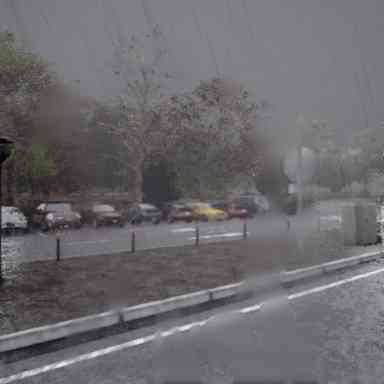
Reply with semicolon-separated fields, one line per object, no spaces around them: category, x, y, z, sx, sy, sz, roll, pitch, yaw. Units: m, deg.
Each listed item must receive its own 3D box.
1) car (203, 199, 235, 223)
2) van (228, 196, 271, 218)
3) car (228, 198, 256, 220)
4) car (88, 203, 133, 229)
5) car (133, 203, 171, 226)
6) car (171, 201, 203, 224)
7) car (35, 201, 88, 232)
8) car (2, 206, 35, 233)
car;0.712;1.546;27.010;1.946;1.575;5.366;0;0;-36
van;5.188;1.339;30.294;1.878;1.987;4.442;0;0;-36
car;2.846;1.587;28.800;2.163;1.488;4.792;0;0;-36
car;-6.171;1.525;22.325;2.097;1.535;5.008;0;0;-36
car;-3.907;1.534;23.929;2.231;1.521;4.892;0;0;-36
car;-1.670;1.570;25.571;2.163;1.488;4.792;0;0;-36
car;-8.444;1.393;20.732;2.185;1.767;4.553;0;0;-36
car;-10.682;1.552;19.090;2.002;1.452;4.674;0;0;-36
